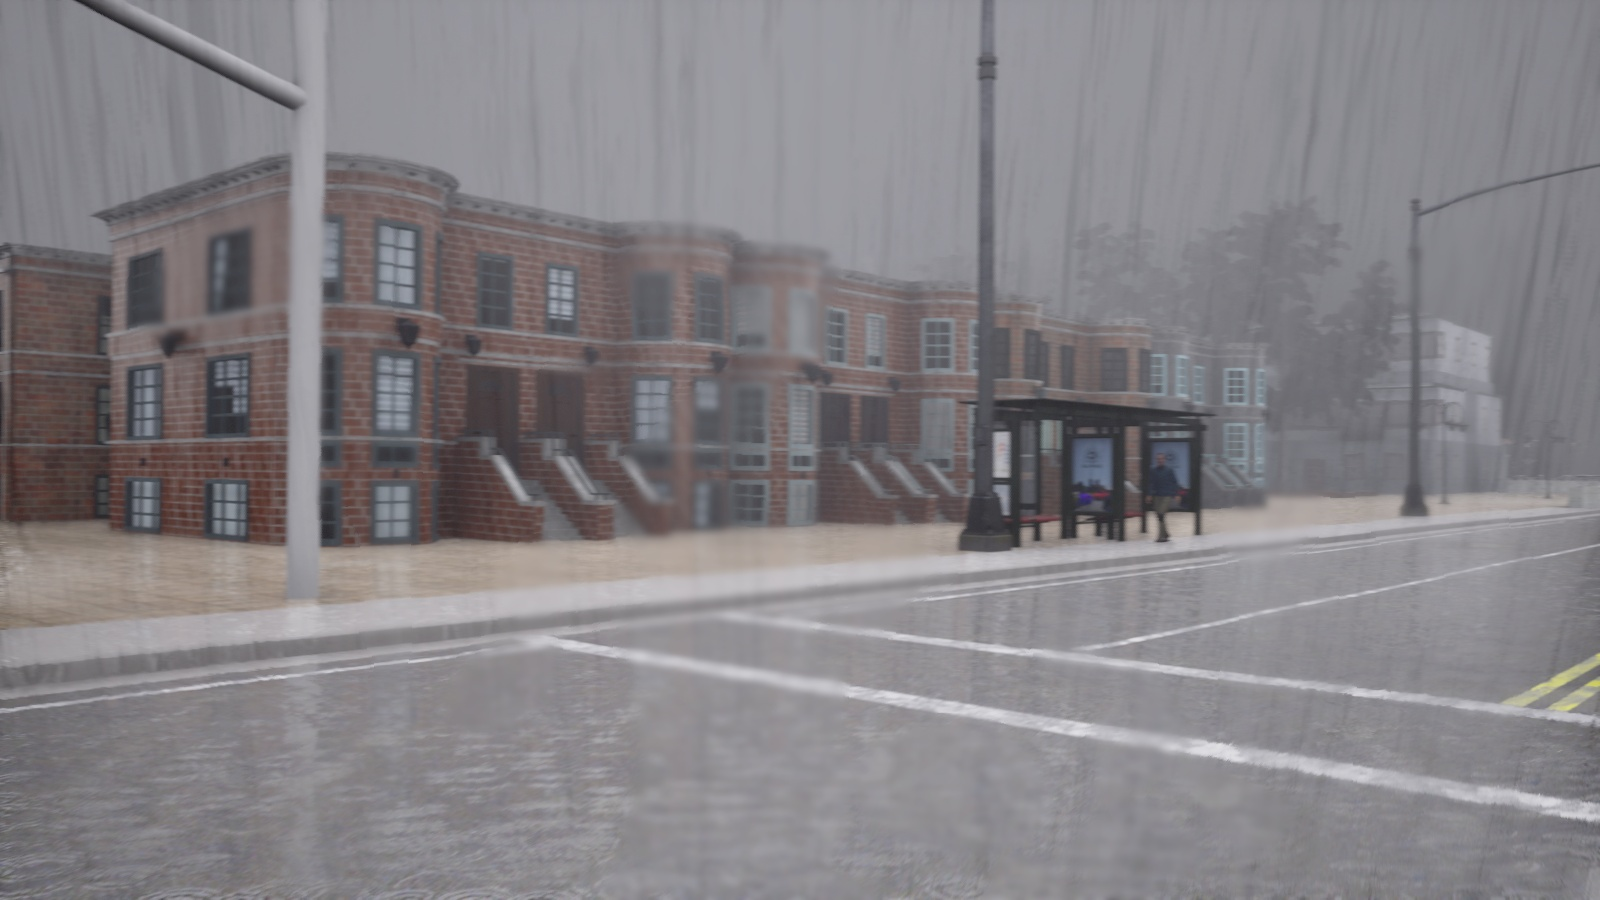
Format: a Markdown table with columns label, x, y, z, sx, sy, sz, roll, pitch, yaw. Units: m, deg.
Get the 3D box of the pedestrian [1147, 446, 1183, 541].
| label | x | y | z | sx | sy | sz | roll | pitch | yaw |
| --- | --- | --- | --- | --- | --- | --- | --- | --- | --- |
| pedestrian | 7.233 | 0.852 | 24.875 | 0.402 | 1.842 | 0.726 | -1 | -1 | 41 |
